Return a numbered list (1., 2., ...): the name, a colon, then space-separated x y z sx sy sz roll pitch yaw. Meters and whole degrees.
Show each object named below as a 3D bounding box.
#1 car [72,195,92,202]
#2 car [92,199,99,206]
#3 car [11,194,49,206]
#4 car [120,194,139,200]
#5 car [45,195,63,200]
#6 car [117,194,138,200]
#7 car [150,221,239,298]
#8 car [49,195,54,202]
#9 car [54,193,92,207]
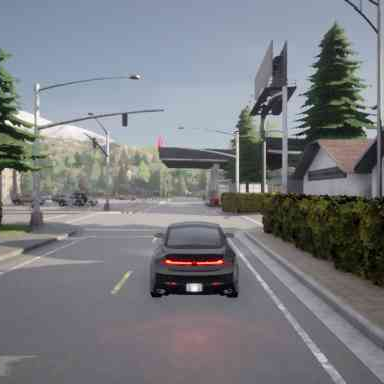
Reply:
1. car: -24.018 1.318 72.646 3.633 1.501 1.845 0 0 0
2. car: -16.167 1.360 50.278 3.806 1.475 1.970 0 0 0
3. car: -24.646 1.096 50.192 4.605 1.855 1.932 0 0 0
4. car: -16.481 1.337 87.671 4.514 1.523 2.007 0 0 0
5. car: -35.077 1.382 84.577 3.806 1.475 1.970 0 0 0
6. car: -16.411 1.328 84.534 5.027 1.636 2.152 0 0 0
7. car: 0.061 1.505 8.527 1.837 1.490 4.892 0 0 0
8. car: -24.005 1.297 62.653 4.514 1.523 2.007 0 0 0
9. car: -16.760 1.076 46.950 3.866 1.878 1.905 0 0 0
